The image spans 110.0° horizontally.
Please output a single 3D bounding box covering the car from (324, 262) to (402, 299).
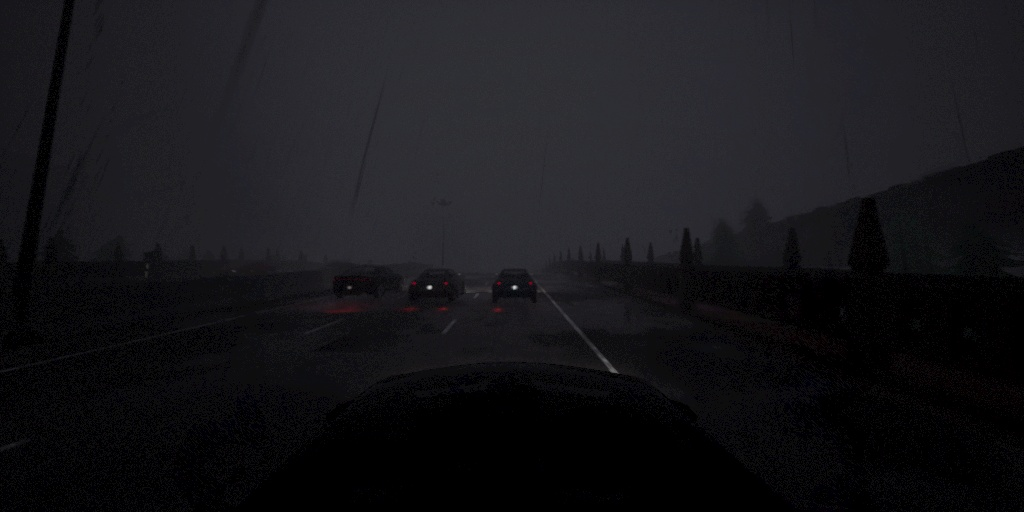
[{"bbox_3d":[-6.892,1.169,17.680,1.882,1.535,5.008,0,0,0],"label":"car"}]

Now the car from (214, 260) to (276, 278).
[{"bbox_3d":[-21.076,1.130,28.512,1.882,1.535,5.008,0,0,0],"label":"car"}]

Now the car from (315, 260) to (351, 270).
[{"bbox_3d":[-14.081,1.198,28.891,2.033,1.411,5.357,0,0,0],"label":"car"}]

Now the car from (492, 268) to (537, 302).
[{"bbox_3d":[0.107,1.258,16.764,1.994,1.385,4.181,0,0,0],"label":"car"}]

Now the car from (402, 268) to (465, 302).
[{"bbox_3d":[-3.393,1.258,16.771,1.994,1.385,4.181,0,0,0],"label":"car"}]
